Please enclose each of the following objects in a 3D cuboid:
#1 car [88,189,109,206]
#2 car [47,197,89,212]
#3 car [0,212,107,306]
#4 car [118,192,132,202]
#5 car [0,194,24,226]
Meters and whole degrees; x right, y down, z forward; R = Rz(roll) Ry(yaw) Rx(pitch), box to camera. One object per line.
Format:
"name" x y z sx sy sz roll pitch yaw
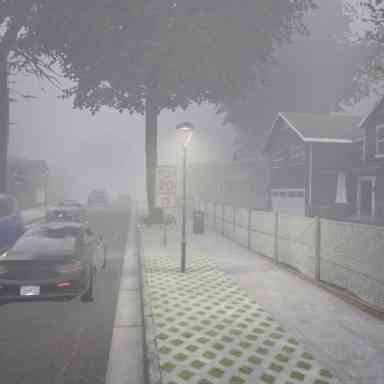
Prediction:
"car" -11.610 0.645 41.432 2.150 2.045 5.566 1 1 -10
"car" -8.480 1.257 22.563 1.994 1.385 4.181 1 1 -10
"car" -3.063 1.439 7.768 1.812 1.442 4.674 1 1 -10
"car" -10.515 0.800 51.926 1.837 1.490 4.892 1 1 -10
"car" -6.060 1.085 8.398 2.150 2.045 5.566 1 0 -10
